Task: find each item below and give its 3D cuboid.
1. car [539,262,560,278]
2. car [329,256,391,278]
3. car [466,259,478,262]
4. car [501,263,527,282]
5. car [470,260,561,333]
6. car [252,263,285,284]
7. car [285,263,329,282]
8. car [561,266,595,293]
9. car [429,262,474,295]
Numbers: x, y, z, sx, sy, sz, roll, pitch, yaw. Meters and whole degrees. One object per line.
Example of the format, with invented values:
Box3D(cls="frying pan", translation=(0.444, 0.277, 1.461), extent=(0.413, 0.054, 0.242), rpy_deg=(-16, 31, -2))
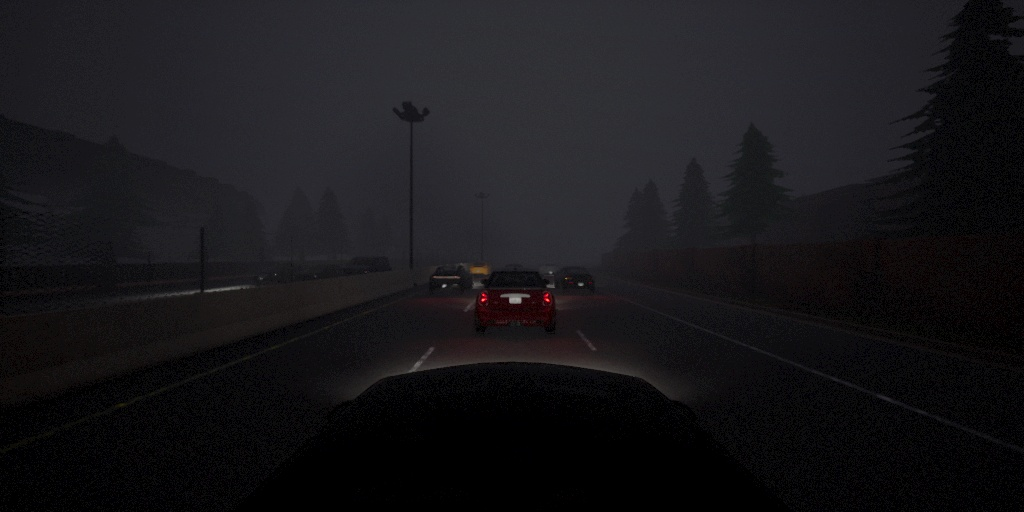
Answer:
Box3D(cls="car", translation=(3.757, 1.367, 36.699), extent=(1.812, 1.442, 4.674), rpy_deg=(0, 0, 1))
Box3D(cls="car", translation=(-10.532, 1.033, 25.905), extent=(2.150, 2.045, 5.566), rpy_deg=(0, 0, 0))
Box3D(cls="car", translation=(-3.214, 1.320, 37.223), extent=(1.882, 1.535, 5.008), rpy_deg=(0, 0, 1))
Box3D(cls="car", translation=(0.179, 1.373, 30.870), extent=(2.033, 1.411, 5.357), rpy_deg=(0, 0, 0))
Box3D(cls="car", translation=(0.101, 1.125, 10.971), extent=(2.097, 1.767, 4.553), rpy_deg=(0, 0, 0))
Box3D(cls="car", translation=(-17.505, 1.308, 27.456), extent=(2.128, 1.511, 4.902), rpy_deg=(0, 0, 0))
Box3D(cls="car", translation=(-14.017, 1.291, 26.408), extent=(1.882, 1.535, 5.008), rpy_deg=(0, 0, 0))
Box3D(cls="car", translation=(3.639, 1.327, 21.239), extent=(1.812, 1.442, 4.674), rpy_deg=(0, 0, 0))
Box3D(cls="car", translation=(-3.352, 1.289, 20.266), extent=(2.128, 1.511, 4.902), rpy_deg=(0, 0, 0))
